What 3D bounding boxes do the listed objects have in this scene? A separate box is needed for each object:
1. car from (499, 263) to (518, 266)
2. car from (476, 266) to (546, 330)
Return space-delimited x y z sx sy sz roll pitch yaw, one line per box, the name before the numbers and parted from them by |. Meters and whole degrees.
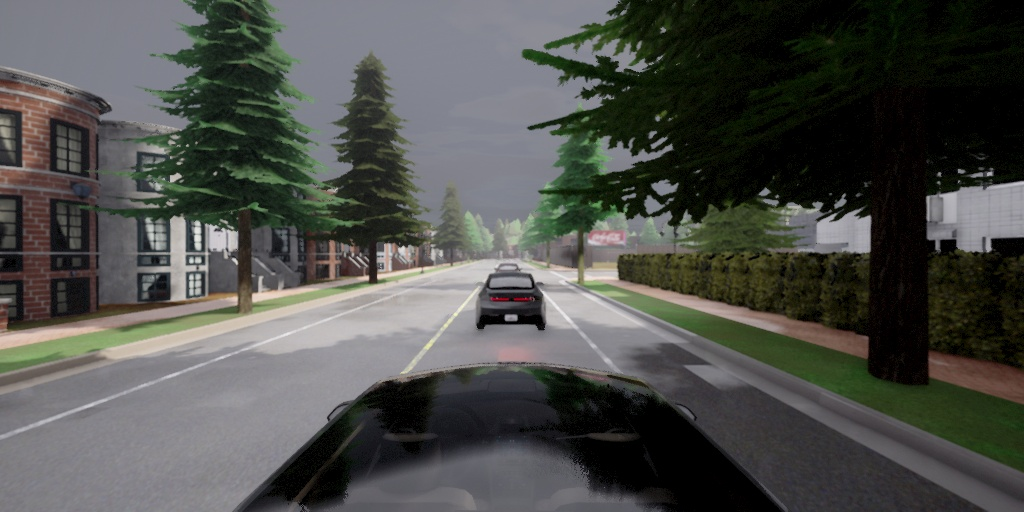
car | -0.240 1.189 23.659 1.812 1.442 4.674 0 0 0
car | -0.054 1.219 11.001 1.837 1.490 4.892 0 0 -1
